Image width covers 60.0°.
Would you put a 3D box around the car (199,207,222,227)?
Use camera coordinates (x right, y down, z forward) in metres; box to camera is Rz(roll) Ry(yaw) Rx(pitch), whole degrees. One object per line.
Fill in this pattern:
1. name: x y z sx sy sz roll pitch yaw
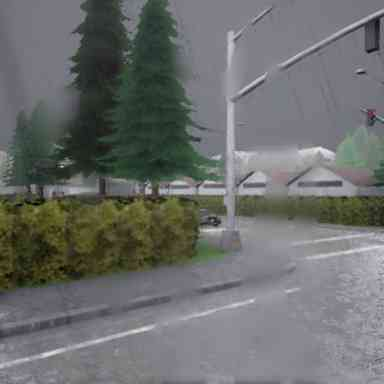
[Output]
1. car: 0.145 1.653 22.897 1.994 1.385 4.181 0 0 -36
